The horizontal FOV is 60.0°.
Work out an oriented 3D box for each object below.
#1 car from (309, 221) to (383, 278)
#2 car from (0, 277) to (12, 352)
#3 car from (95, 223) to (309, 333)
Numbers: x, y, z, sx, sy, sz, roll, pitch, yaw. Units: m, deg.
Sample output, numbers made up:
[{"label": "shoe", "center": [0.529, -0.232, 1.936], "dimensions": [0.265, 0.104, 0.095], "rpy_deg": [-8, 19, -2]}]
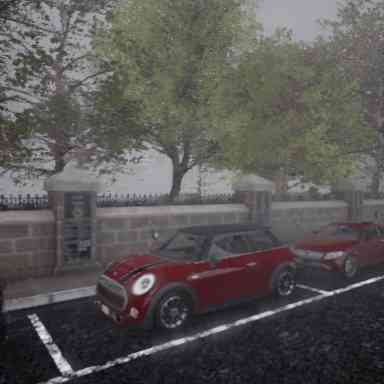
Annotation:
[{"label": "car", "center": [4.704, 1.537, 9.904], "dimensions": [4.206, 1.307, 1.802], "rpy_deg": [0, 0, -35]}, {"label": "car", "center": [-4.319, 1.573, 3.478], "dimensions": [4.313, 1.339, 1.947], "rpy_deg": [0, 0, -35]}, {"label": "car", "center": [0.192, 1.421, 6.690], "dimensions": [4.097, 1.590, 1.967], "rpy_deg": [0, 0, -35]}]
